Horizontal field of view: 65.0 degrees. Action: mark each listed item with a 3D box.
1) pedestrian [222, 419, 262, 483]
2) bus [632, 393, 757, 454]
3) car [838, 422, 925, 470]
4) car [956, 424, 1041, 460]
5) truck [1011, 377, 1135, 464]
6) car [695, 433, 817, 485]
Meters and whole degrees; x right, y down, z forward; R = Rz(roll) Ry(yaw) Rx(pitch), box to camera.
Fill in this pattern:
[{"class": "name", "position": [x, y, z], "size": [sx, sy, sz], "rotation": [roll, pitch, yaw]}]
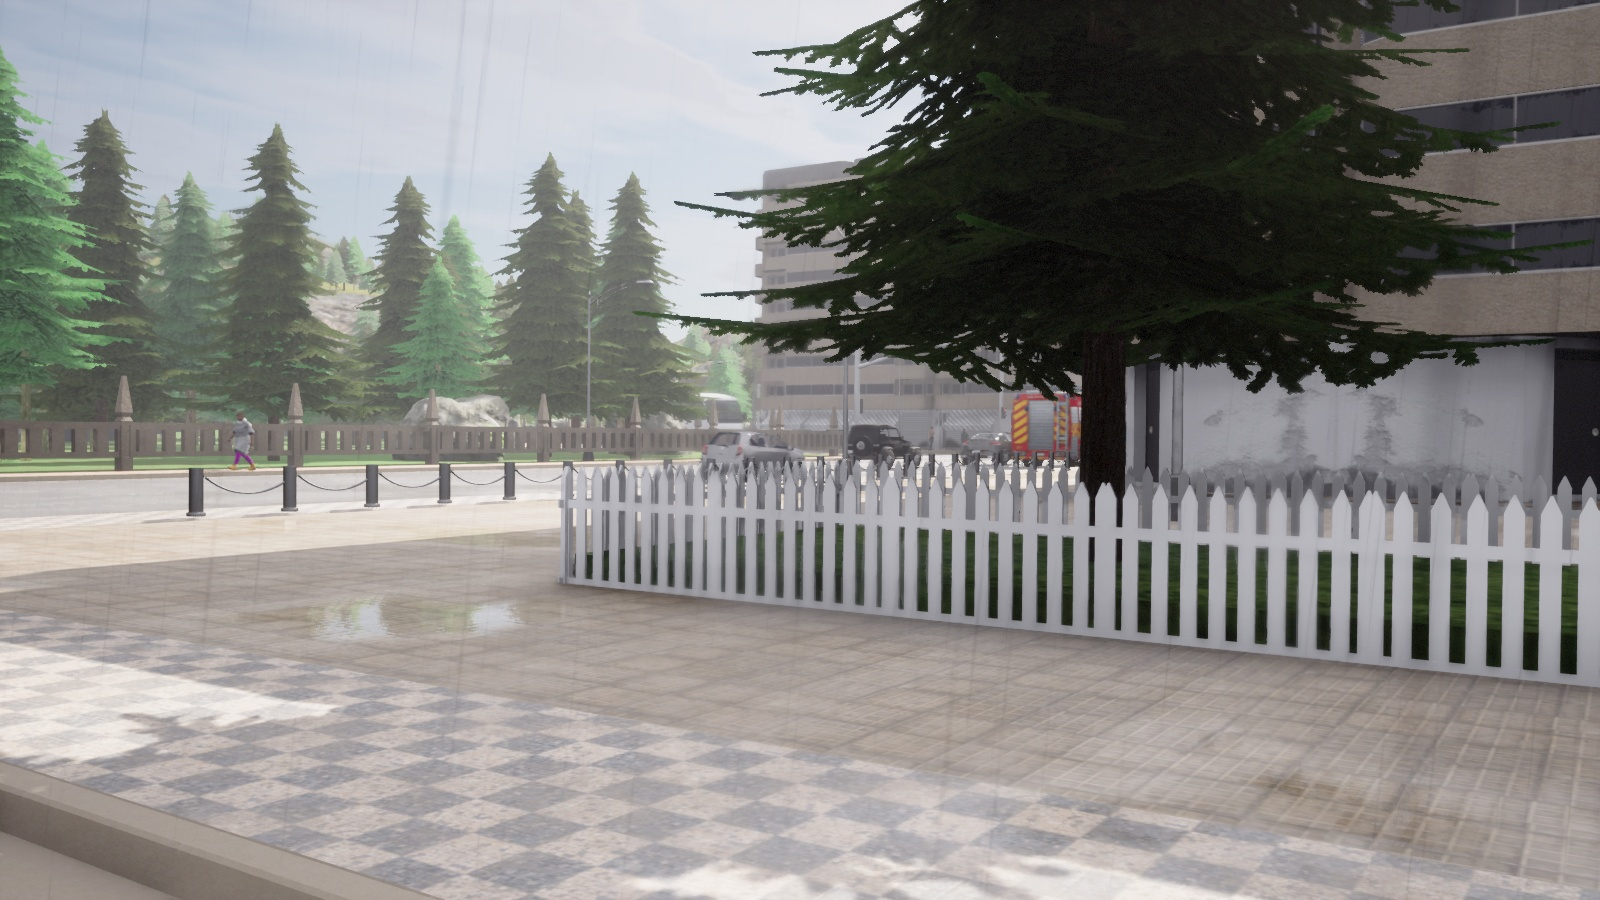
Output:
[{"class": "pedestrian", "position": [-17.188, 0.018, 38.668], "size": [0.659, 1.952, 0.873], "rotation": [0, 1, 33]}, {"class": "bus", "position": [-7.930, -1.891, 92.441], "size": [3.944, 4.253, 10.273], "rotation": [-1, 1, -40]}, {"class": "car", "position": [3.378, -0.204, 51.406], "size": [1.905, 1.878, 3.866], "rotation": [0, 1, 33]}, {"class": "car", "position": [9.690, -0.409, 60.933], "size": [2.152, 1.651, 5.027], "rotation": [0, 1, 33]}, {"class": "truck", "position": [13.155, -1.369, 59.857], "size": [2.891, 3.827, 8.468], "rotation": [0, 1, 33]}, {"class": "car", "position": [-1.287, 0.237, 38.101], "size": [1.845, 1.501, 3.633], "rotation": [0, 1, 36]}]
